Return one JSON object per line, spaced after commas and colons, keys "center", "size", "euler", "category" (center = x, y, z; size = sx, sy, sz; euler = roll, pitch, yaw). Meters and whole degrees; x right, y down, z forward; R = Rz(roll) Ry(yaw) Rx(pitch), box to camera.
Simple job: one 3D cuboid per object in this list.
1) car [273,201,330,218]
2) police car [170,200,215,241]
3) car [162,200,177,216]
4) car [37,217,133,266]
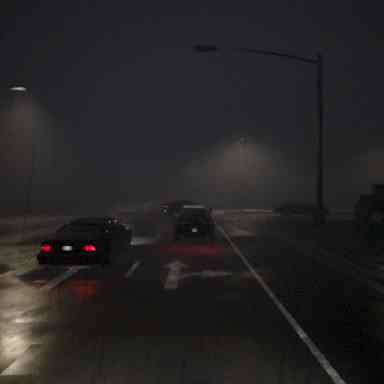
{"center": [9.853, 1.525, 30.082], "size": [4.902, 1.511, 2.128], "euler": [0, 0, 2], "category": "car"}
{"center": [0.106, 1.459, 17.000], "size": [1.930, 1.638, 5.238], "euler": [0, 0, 0], "category": "police car"}
{"center": [-0.679, 1.539, 32.432], "size": [4.892, 1.490, 1.837], "euler": [0, -4, -43], "category": "car"}
{"center": [-3.396, 1.581, 11.573], "size": [2.033, 1.411, 5.357], "euler": [0, 0, 0], "category": "car"}
